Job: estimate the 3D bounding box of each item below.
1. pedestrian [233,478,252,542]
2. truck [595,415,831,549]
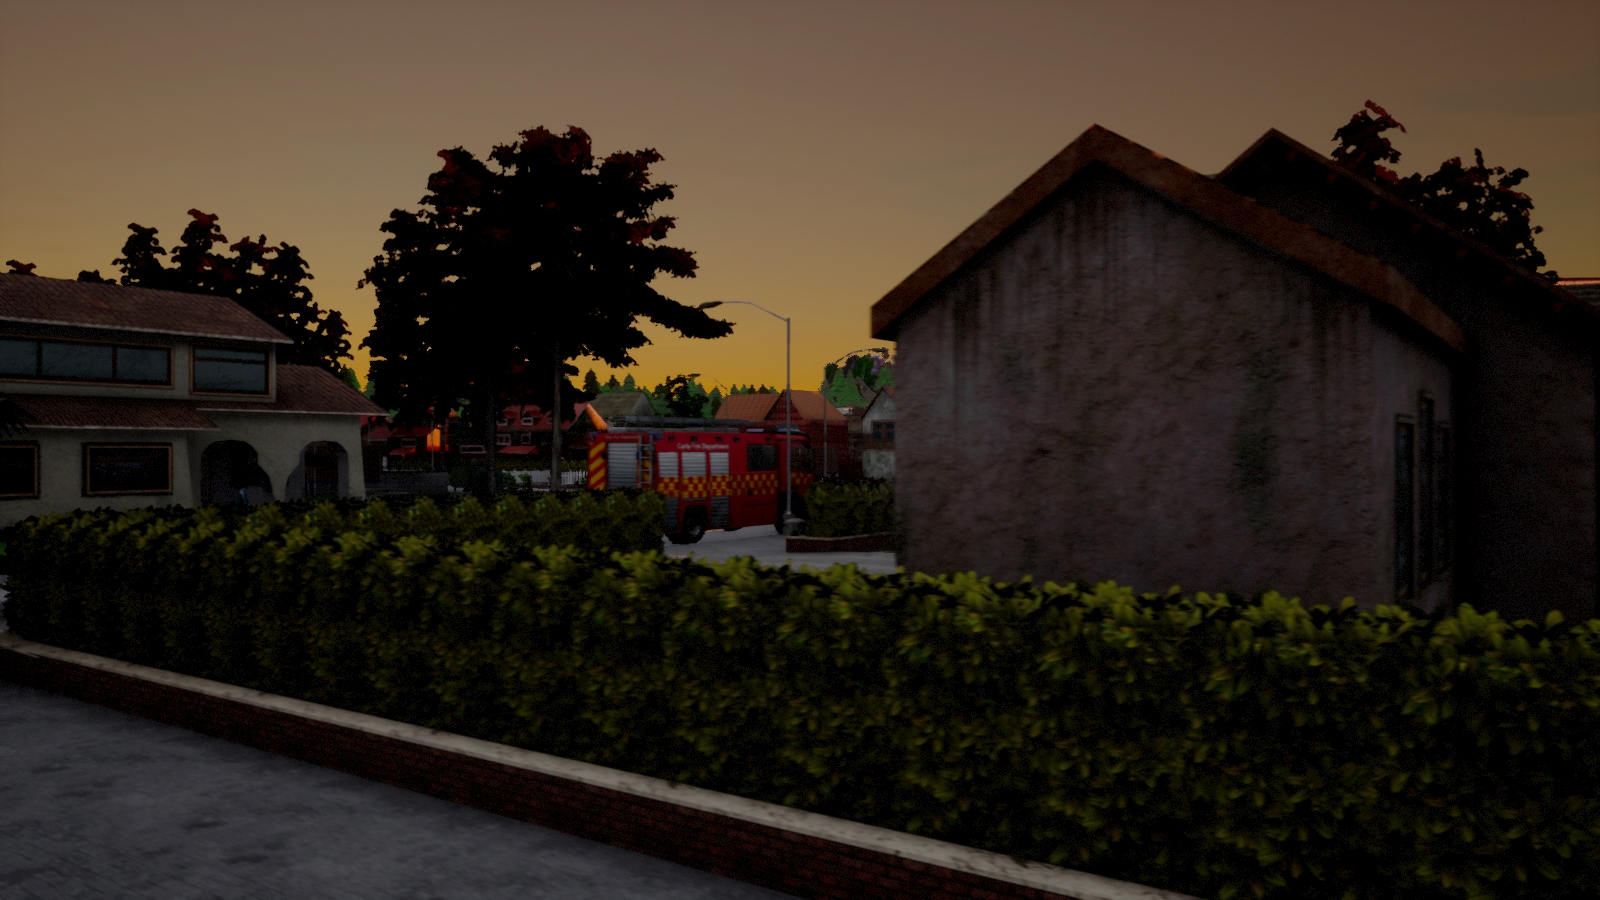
[{"bbox_3d":[-16.503,1.762,33.802,0.375,1.860,0.375,0,0,35],"label":"pedestrian"},{"bbox_3d":[-2.544,0.907,36.902,2.891,3.827,8.468,0,0,35],"label":"truck"}]
